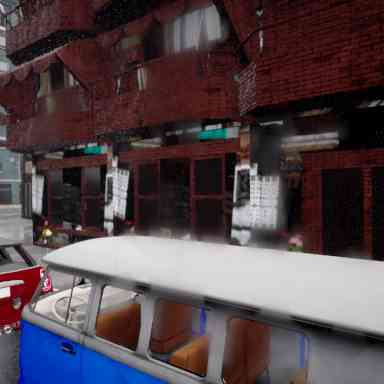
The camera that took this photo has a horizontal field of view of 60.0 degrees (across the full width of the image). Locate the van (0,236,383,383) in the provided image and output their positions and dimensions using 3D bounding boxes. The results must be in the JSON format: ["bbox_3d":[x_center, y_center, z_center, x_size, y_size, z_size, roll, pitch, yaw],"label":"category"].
[{"bbox_3d":[0.266,1.341,2.543,3.998,1.788,1.690,0,-1,35],"label":"van"}]
